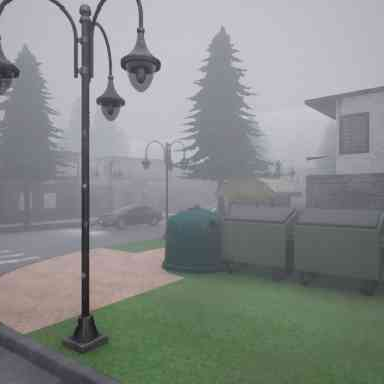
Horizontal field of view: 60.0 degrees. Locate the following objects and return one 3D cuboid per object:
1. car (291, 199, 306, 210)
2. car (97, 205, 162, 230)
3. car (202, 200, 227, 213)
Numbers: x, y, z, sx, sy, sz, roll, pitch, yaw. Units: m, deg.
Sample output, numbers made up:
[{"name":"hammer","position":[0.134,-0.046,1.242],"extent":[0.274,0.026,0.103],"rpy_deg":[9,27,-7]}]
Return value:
[{"name":"car","position":[10.435,1.510,36.049],"extent":[4.553,1.767,2.097],"rpy_deg":[0,0,-32]},{"name":"car","position":[-4.212,1.662,22.943],"extent":[1.837,1.490,4.892],"rpy_deg":[0,0,40]},{"name":"car","position":[2.721,1.509,30.130],"extent":[4.553,1.767,2.097],"rpy_deg":[0,0,-41]}]
